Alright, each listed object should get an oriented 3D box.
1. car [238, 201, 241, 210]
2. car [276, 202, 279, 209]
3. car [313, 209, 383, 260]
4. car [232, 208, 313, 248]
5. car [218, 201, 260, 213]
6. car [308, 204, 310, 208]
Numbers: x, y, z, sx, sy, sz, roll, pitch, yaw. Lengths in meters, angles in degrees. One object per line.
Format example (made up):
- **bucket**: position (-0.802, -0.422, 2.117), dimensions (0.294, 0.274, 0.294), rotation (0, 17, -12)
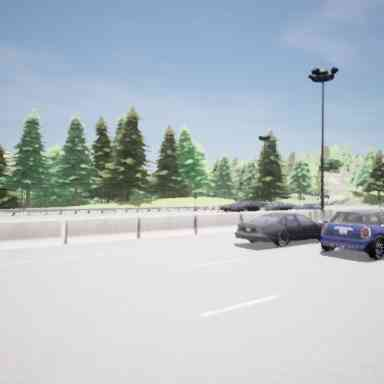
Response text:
- **car**: position (6.746, 1.770, 38.829), dimensions (5.008, 1.535, 1.882), rotation (1, -1, -35)
- **car**: position (9.383, 1.796, 36.401), dimensions (4.902, 1.511, 2.128), rotation (1, 0, -35)
- **car**: position (7.234, 1.495, 13.311), dimensions (4.553, 1.767, 2.097), rotation (1, -1, -35)
- **car**: position (4.462, 1.682, 15.645), dimensions (5.357, 1.411, 2.033), rotation (1, 0, -35)
- **car**: position (6.115, 1.857, 42.655), dimensions (5.357, 1.411, 2.033), rotation (1, 0, -35)
- **car**: position (11.469, 1.871, 33.594), dimensions (4.181, 1.385, 1.994), rotation (1, 0, -35)
